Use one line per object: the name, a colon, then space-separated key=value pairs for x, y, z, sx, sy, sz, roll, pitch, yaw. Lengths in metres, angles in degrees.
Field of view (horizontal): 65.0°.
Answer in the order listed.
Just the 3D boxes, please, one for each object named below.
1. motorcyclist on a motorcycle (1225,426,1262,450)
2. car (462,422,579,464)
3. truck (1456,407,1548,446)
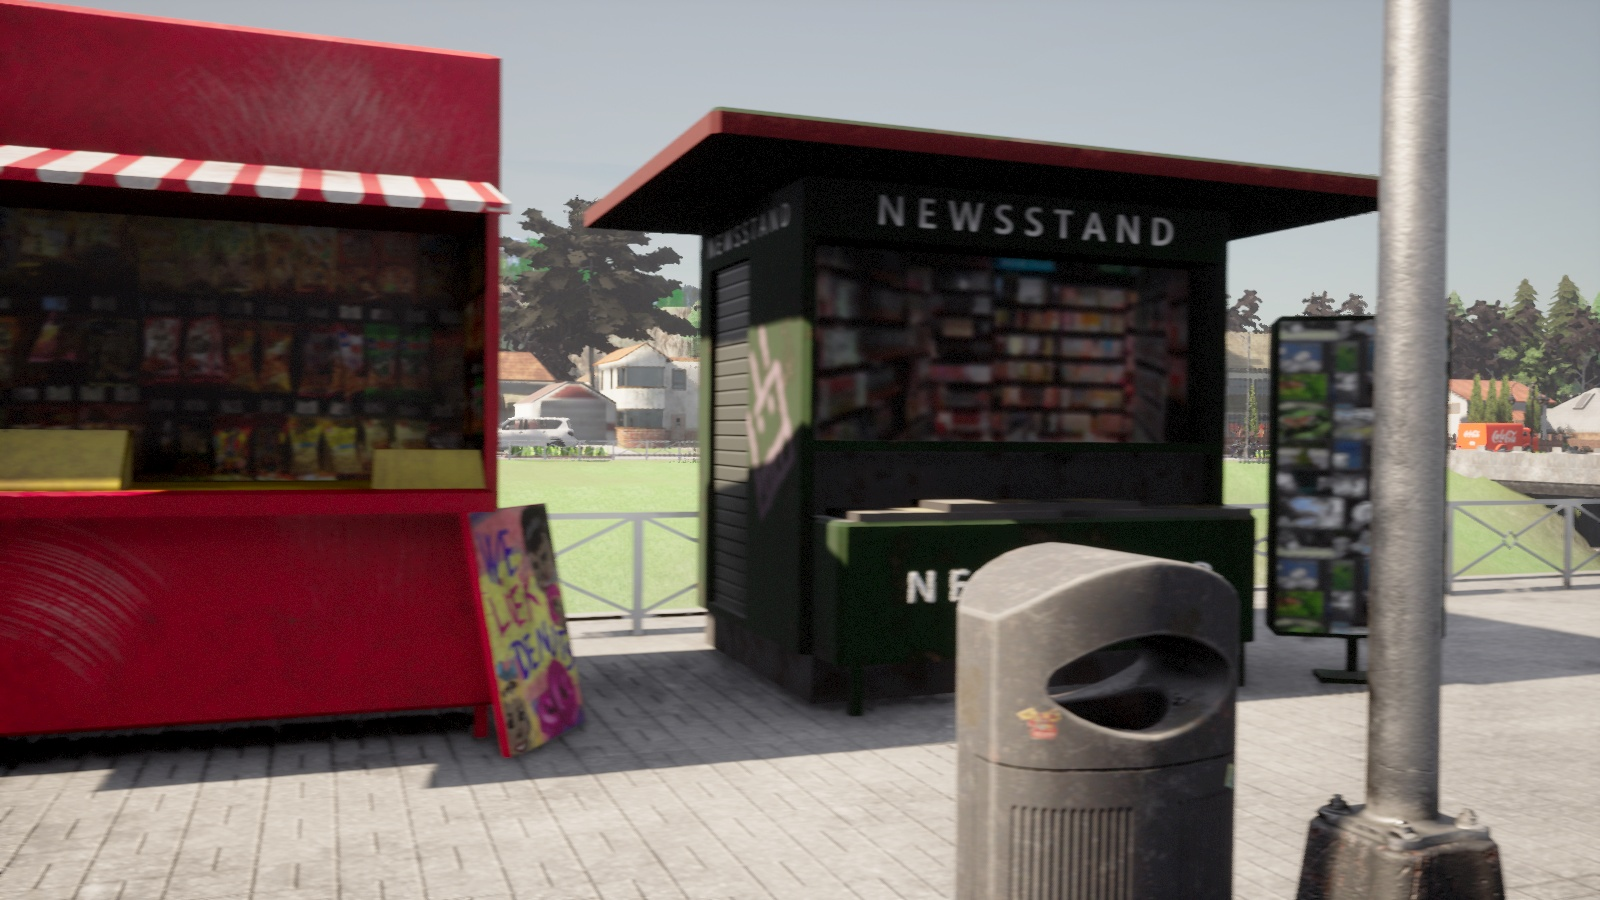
motorcyclist on a motorcycle: x=28.475 y=-0.786 z=80.570 sx=2.191 sy=1.530 sz=0.866 roll=-1 pitch=1 yaw=-21
car: x=-14.302 y=-0.375 z=64.337 sx=5.566 sy=2.045 sz=2.150 roll=-1 pitch=1 yaw=-21
truck: x=46.441 y=-1.543 z=83.101 sx=5.204 sy=2.467 sz=2.627 roll=-1 pitch=1 yaw=-21
